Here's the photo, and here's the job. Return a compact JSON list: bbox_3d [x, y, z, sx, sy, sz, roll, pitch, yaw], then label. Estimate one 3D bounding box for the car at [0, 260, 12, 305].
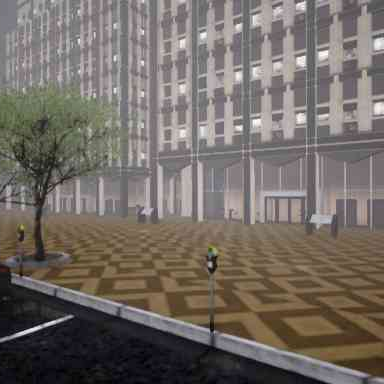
[{"bbox_3d":[-5.289,1.549,6.650,4.403,1.369,2.008,0,0,35],"label":"car"}]
